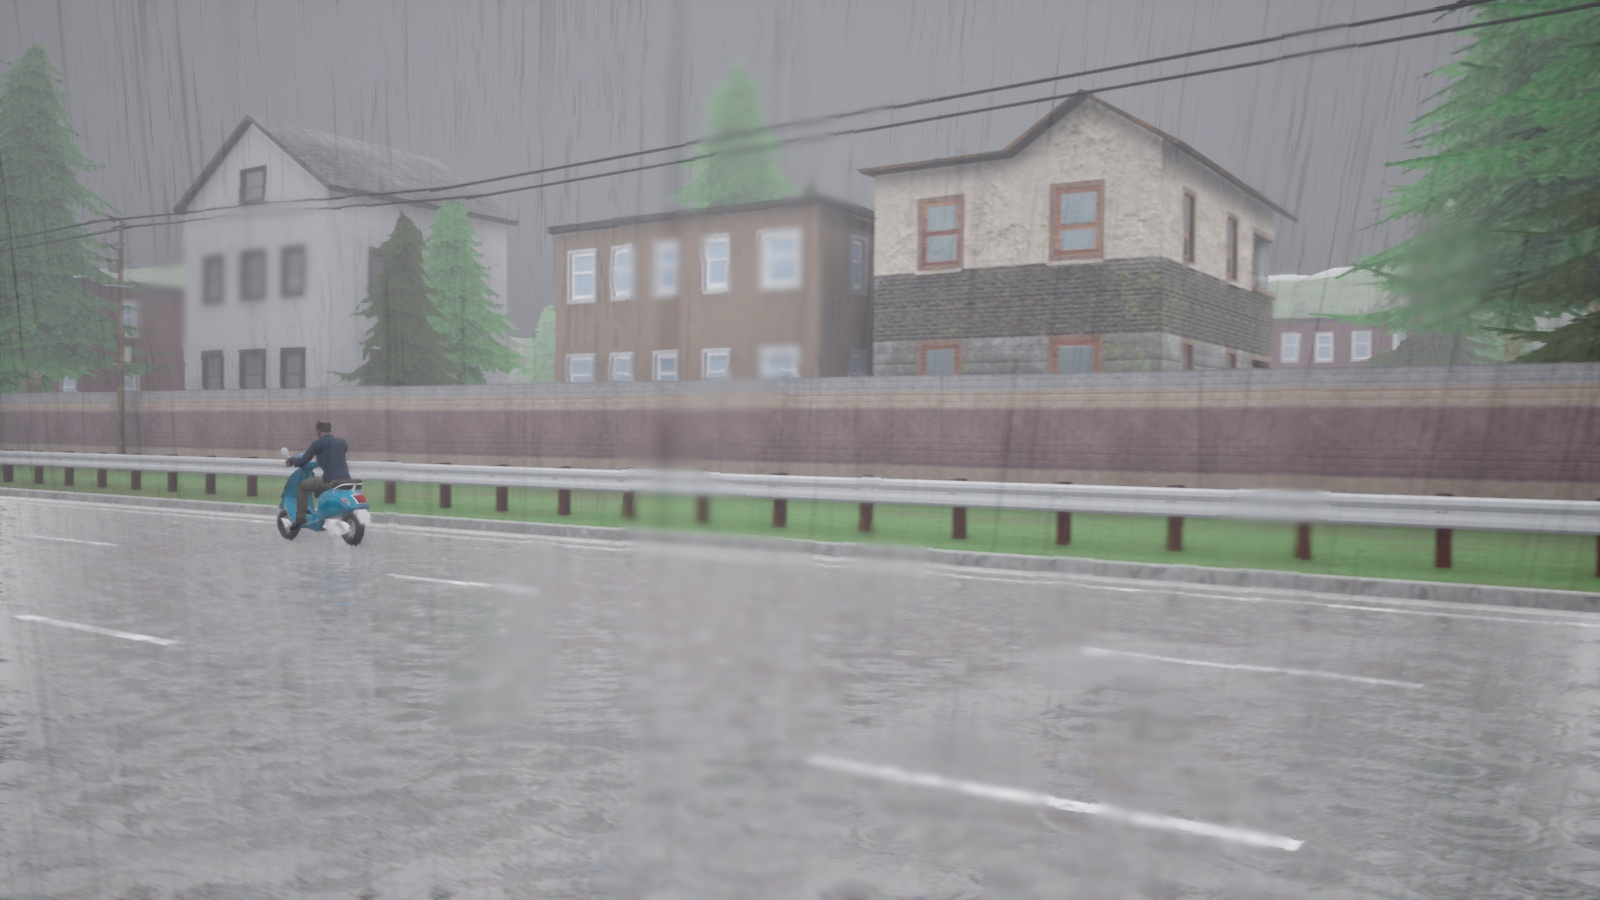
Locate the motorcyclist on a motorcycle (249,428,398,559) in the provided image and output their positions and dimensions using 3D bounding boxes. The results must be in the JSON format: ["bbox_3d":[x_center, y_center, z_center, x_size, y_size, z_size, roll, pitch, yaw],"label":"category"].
[{"bbox_3d":[-6.108,0.521,16.084,1.817,1.590,0.866,0,1,34],"label":"motorcyclist on a motorcycle"}]
